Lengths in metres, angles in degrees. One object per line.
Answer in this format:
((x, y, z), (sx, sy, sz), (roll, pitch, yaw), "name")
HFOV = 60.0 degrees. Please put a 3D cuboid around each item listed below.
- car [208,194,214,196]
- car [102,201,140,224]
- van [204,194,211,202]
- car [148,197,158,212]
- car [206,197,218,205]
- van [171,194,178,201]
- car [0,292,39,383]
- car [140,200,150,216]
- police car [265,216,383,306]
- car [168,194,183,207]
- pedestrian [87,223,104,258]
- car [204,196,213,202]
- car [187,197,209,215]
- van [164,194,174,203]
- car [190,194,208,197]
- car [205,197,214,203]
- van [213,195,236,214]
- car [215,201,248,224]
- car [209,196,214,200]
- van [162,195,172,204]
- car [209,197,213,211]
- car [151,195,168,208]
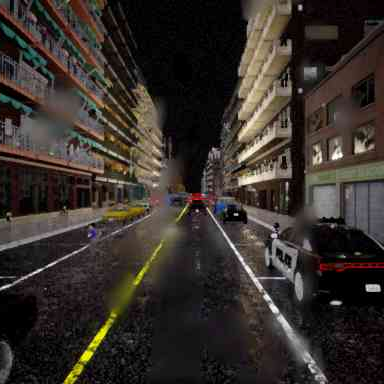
((3.396, 1.353, 52.970), (2.192, 1.841, 5.009), (0, 0, 1), "car")
((-5.361, 1.537, 24.602), (1.752, 1.417, 4.829), (0, 0, 1), "car")
((3.770, 1.428, 81.278), (1.690, 1.788, 3.998), (0, 0, 1), "van")
((-5.209, 1.571, 36.096), (2.008, 1.369, 4.403), (0, 0, 1), "car")
((3.470, 1.591, 58.632), (1.887, 1.381, 4.507), (0, 0, 1), "car")
((-4.535, 1.439, 87.050), (1.690, 1.788, 3.998), (0, 0, 1), "van")
((-3.069, 1.601, 2.360), (1.895, 1.301, 4.718), (0, 0, 1), "car")
((-5.286, 1.541, 30.264), (1.752, 1.417, 4.829), (0, 0, 1), "car")
((3.108, 1.428, 8.231), (1.930, 1.638, 5.238), (0, 0, 1), "police car")
((-2.385, 1.515, 52.946), (1.882, 1.535, 5.008), (0, 0, 1), "car")
((-3.321, 1.577, 11.331), (0.375, 1.300, 0.375), (0, 0, 1), "pedestrian")
((3.694, 1.658, 75.616), (1.802, 1.307, 4.206), (0, 0, 1), "car")
((0.531, 1.522, 33.999), (1.837, 1.490, 4.892), (0, 0, 1), "car")
((-4.759, 1.406, 70.065), (1.690, 1.788, 3.998), (0, 0, 1), "van")
((0.663, 1.251, 45.651), (2.150, 2.045, 5.566), (0, 0, 1), "car")
((3.619, 1.647, 69.954), (1.802, 1.307, 4.206), (0, 0, 1), "car")
((3.098, 1.357, 30.324), (1.690, 1.788, 3.998), (0, 0, 1), "van")
((3.021, 1.577, 24.662), (1.947, 1.339, 4.313), (0, 0, 1), "car")
((3.246, 1.591, 41.647), (1.947, 1.339, 4.313), (0, 0, 1), "car")
((-4.834, 1.396, 64.404), (1.690, 1.788, 3.998), (0, 0, 1), "van")
((3.171, 1.565, 35.986), (1.887, 1.381, 4.507), (0, 0, 1), "car")
((-5.057, 1.346, 47.418), (2.192, 1.841, 5.009), (0, 0, 1), "car")
